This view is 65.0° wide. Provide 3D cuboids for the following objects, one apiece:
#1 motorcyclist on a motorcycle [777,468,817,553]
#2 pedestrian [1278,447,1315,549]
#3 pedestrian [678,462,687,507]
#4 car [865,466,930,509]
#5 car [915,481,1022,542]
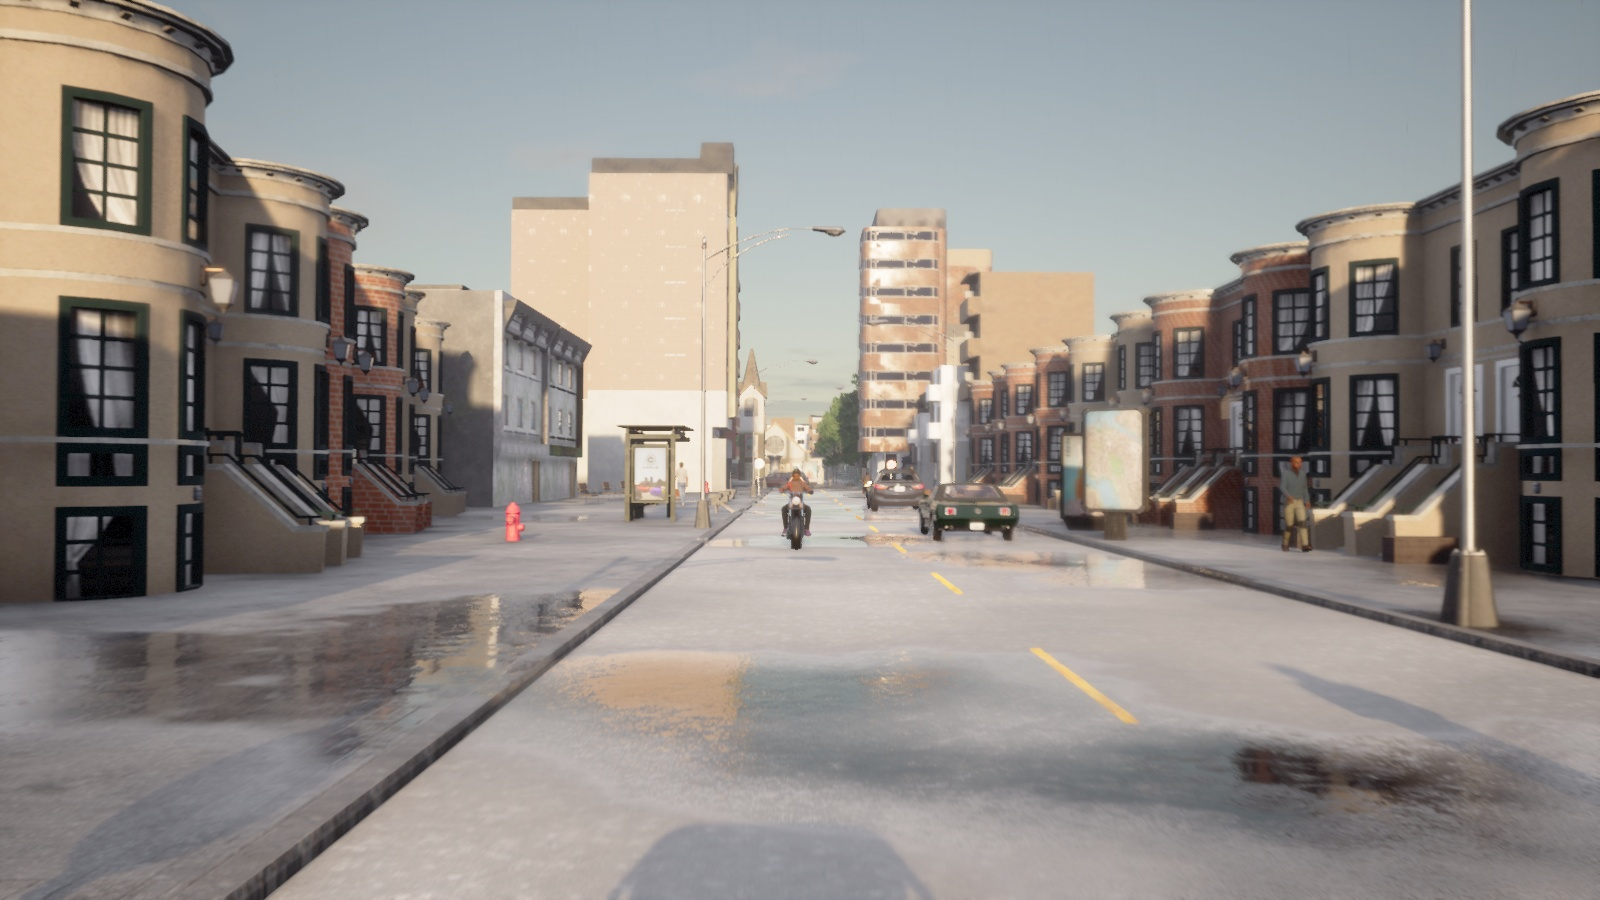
[{"bbox_3d":[-0.064,1.194,25.630,0.766,1.649,2.350,0,-1,0],"label":"motorcyclist on a motorcycle"},{"bbox_3d":[9.065,0.872,22.926,0.370,1.835,0.726,0,-1,0],"label":"pedestrian"},{"bbox_3d":[-4.777,1.397,51.039,0.354,1.836,0.706,0,-1,-9],"label":"pedestrian"},{"bbox_3d":[3.874,1.493,50.775,2.242,1.667,4.611,0,-1,0],"label":"car"},{"bbox_3d":[3.926,1.401,29.988,1.895,1.301,4.718,0,-1,0],"label":"car"}]
